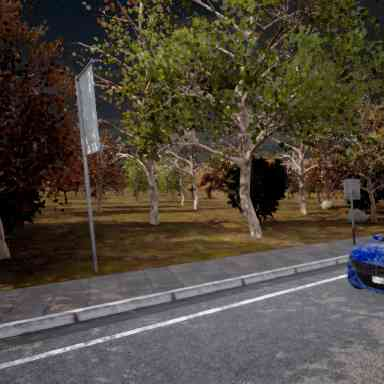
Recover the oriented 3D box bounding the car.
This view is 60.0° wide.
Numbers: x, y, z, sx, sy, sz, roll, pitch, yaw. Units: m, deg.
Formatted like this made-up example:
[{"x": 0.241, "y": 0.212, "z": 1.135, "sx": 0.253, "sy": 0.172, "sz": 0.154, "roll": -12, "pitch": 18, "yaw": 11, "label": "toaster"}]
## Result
[{"x": 5.721, "y": 1.460, "z": 7.983, "sx": 5.008, "sy": 1.535, "sz": 1.882, "roll": 0, "pitch": 0, "yaw": -35, "label": "car"}]
